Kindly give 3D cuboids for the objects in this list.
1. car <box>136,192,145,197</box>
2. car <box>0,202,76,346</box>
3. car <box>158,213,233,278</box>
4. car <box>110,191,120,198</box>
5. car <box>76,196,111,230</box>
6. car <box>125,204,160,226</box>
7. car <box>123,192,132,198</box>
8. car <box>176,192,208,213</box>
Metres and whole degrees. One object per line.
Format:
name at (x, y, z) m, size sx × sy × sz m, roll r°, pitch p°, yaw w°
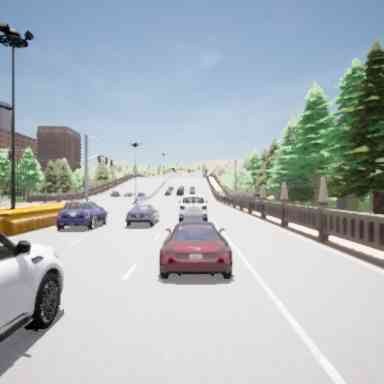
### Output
car at (-13.951, 0.668, 90.512) m, size 1.882 × 1.535 × 5.008 m, roll 0°, pitch 4°, yaw 0°
car at (-3.401, 1.226, 3.749) m, size 2.150 × 2.045 × 5.566 m, roll 0°, pitch 0°, yaw 0°
car at (0.100, 1.573, 10.243) m, size 1.994 × 1.385 × 4.181 m, roll 0°, pitch 0°, yaw 0°
car at (-20.951, 0.544, 90.572) m, size 2.097 × 1.767 × 4.553 m, roll 0°, pitch 4°, yaw 0°
car at (-6.901, 1.372, 21.408) m, size 2.097 × 1.767 × 4.553 m, roll 0°, pitch 0°, yaw 0°
car at (-3.406, 1.568, 23.479) m, size 2.033 × 1.411 × 5.357 m, roll 0°, pitch 0°, yaw 0°
car at (-17.451, 0.716, 90.535) m, size 2.128 × 1.511 × 4.902 m, roll 0°, pitch 4°, yaw 0°
car at (0.099, 1.245, 25.786) m, size 2.150 × 2.045 × 5.566 m, roll 0°, pitch 0°, yaw 0°
